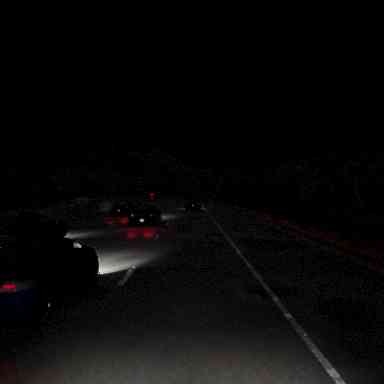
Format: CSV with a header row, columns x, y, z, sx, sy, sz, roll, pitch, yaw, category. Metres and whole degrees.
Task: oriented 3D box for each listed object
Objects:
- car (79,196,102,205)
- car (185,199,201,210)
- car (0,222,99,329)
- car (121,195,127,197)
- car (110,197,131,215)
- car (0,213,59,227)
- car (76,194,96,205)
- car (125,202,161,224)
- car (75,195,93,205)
x,y,z,sx,sy,sz,roll,pitch,yaw,category
-14.063,1.683,47.641,1.895,1.301,4.718,0,0,0,car
0.112,1.631,42.928,1.994,1.385,4.181,0,0,0,car
-3.398,1.569,6.953,1.994,1.385,4.181,0,0,0,car
-18.300,1.619,89.875,1.882,1.535,5.008,0,0,-15,car
-6.890,1.568,33.675,1.812,1.442,4.674,0,0,0,car
-6.896,1.557,13.654,2.033,1.411,5.357,0,0,0,car
-17.534,1.333,55.813,2.150,2.045,5.566,0,0,1,car
-3.392,1.624,24.799,1.895,1.301,4.718,0,0,0,car
-21.063,1.510,64.939,2.097,1.767,4.553,0,0,-1,car
